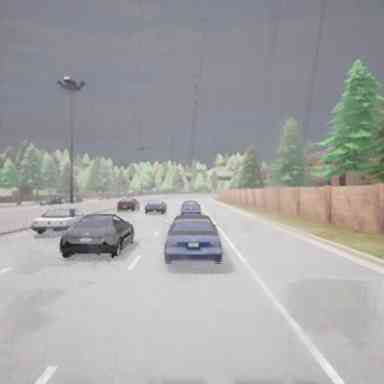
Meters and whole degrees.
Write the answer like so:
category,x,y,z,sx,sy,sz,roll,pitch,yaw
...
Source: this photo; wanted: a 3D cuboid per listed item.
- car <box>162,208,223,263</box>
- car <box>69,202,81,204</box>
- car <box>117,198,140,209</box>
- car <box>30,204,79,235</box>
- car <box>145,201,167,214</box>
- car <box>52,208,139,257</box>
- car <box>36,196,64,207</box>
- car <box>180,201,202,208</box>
category,x,y,z,sx,sy,sz,roll,pitch,yaw
car,0.022,1.523,11.811,2.033,1.411,5.357,0,0,0
car,-17.907,1.428,50.051,1.812,1.442,4.674,0,0,0
car,-7.158,1.401,37.754,1.882,1.535,5.008,0,0,0
car,-7.025,1.565,18.582,1.895,1.301,4.718,0,0,0
car,-3.631,1.531,34.082,1.895,1.301,4.718,0,0,0
car,-3.487,1.538,12.897,1.994,1.385,4.181,0,0,0
car,-21.406,1.395,50.360,2.128,1.511,4.902,0,0,0
car,-0.102,1.485,29.935,2.033,1.411,5.357,0,0,0
